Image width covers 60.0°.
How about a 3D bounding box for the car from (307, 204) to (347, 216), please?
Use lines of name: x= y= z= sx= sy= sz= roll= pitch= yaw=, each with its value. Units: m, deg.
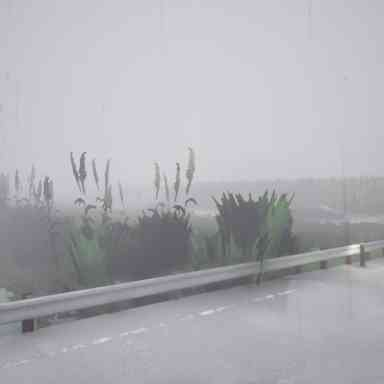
car: x=10.906 y=1.741 z=28.869 sx=1.812 sy=1.442 sz=4.674 roll=-1 pitch=1 yaw=-43
